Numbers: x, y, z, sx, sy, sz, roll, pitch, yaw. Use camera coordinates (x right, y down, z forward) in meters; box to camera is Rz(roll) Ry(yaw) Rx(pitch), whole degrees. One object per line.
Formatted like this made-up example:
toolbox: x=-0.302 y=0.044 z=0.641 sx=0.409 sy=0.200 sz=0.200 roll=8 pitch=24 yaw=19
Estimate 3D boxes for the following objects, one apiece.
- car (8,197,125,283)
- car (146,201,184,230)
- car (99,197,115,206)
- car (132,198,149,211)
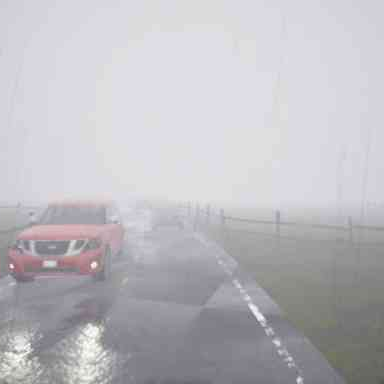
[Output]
car: x=-3.358 y=1.235 z=10.105 sx=2.150 sy=2.045 sz=5.566 roll=0 pitch=0 yaw=-5
car: x=-1.692 y=1.544 z=21.304 sx=2.033 sy=1.411 sz=5.357 roll=-1 pitch=0 yaw=-9
car: x=-13.941 y=1.551 z=54.342 sx=1.895 sy=1.301 sz=4.718 roll=0 pitch=0 yaw=-23
car: x=-6.159 y=1.479 z=40.737 sx=1.837 sy=1.490 sz=4.892 roll=0 pitch=0 yaw=-17
